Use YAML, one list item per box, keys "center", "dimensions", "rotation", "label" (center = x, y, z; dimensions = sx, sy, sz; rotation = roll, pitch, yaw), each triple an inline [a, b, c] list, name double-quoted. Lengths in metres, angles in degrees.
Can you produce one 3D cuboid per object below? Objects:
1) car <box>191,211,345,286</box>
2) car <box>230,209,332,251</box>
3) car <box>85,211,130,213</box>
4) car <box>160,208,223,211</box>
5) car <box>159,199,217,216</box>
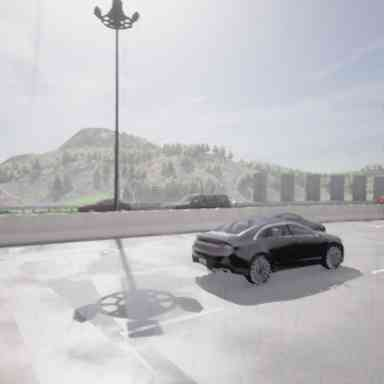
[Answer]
- center: [2.295, 1.477, 9.368]
  dimensions: [4.902, 1.511, 2.128]
  rotation: [0, 0, -33]
  label: "car"
- center: [3.927, 1.543, 14.506]
  dimensions: [4.181, 1.385, 1.994]
  rotation: [0, 0, -32]
  label: "car"
- center: [-8.317, 1.390, 31.857]
  dimensions: [5.008, 1.535, 1.882]
  rotation: [0, 0, -31]
  label: "car"
- center: [0.398, 1.169, 24.892]
  dimensions: [5.566, 2.045, 2.150]
  rotation: [0, 0, -31]
  label: "car"
- center: [-0.382, 1.478, 32.540]
  dimensions: [5.357, 1.411, 2.033]
  rotation: [0, 0, -30]
  label: "car"
